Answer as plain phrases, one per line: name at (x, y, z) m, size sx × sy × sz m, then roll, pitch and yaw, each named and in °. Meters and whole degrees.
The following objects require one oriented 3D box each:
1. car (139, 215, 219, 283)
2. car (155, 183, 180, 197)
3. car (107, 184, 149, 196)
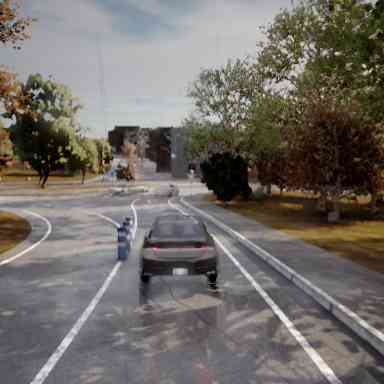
car at (-0.401, 1.383, 9.376) m, size 2.128 × 1.511 × 4.902 m, roll 0°, pitch 2°, yaw -4°
car at (-2.812, -0.247, 37.848) m, size 1.812 × 1.442 × 4.674 m, roll 1°, pitch 5°, yaw 14°
car at (-7.506, -0.305, 39.584) m, size 4.718 × 1.301 × 1.895 m, roll -3°, pitch 6°, yaw -39°
